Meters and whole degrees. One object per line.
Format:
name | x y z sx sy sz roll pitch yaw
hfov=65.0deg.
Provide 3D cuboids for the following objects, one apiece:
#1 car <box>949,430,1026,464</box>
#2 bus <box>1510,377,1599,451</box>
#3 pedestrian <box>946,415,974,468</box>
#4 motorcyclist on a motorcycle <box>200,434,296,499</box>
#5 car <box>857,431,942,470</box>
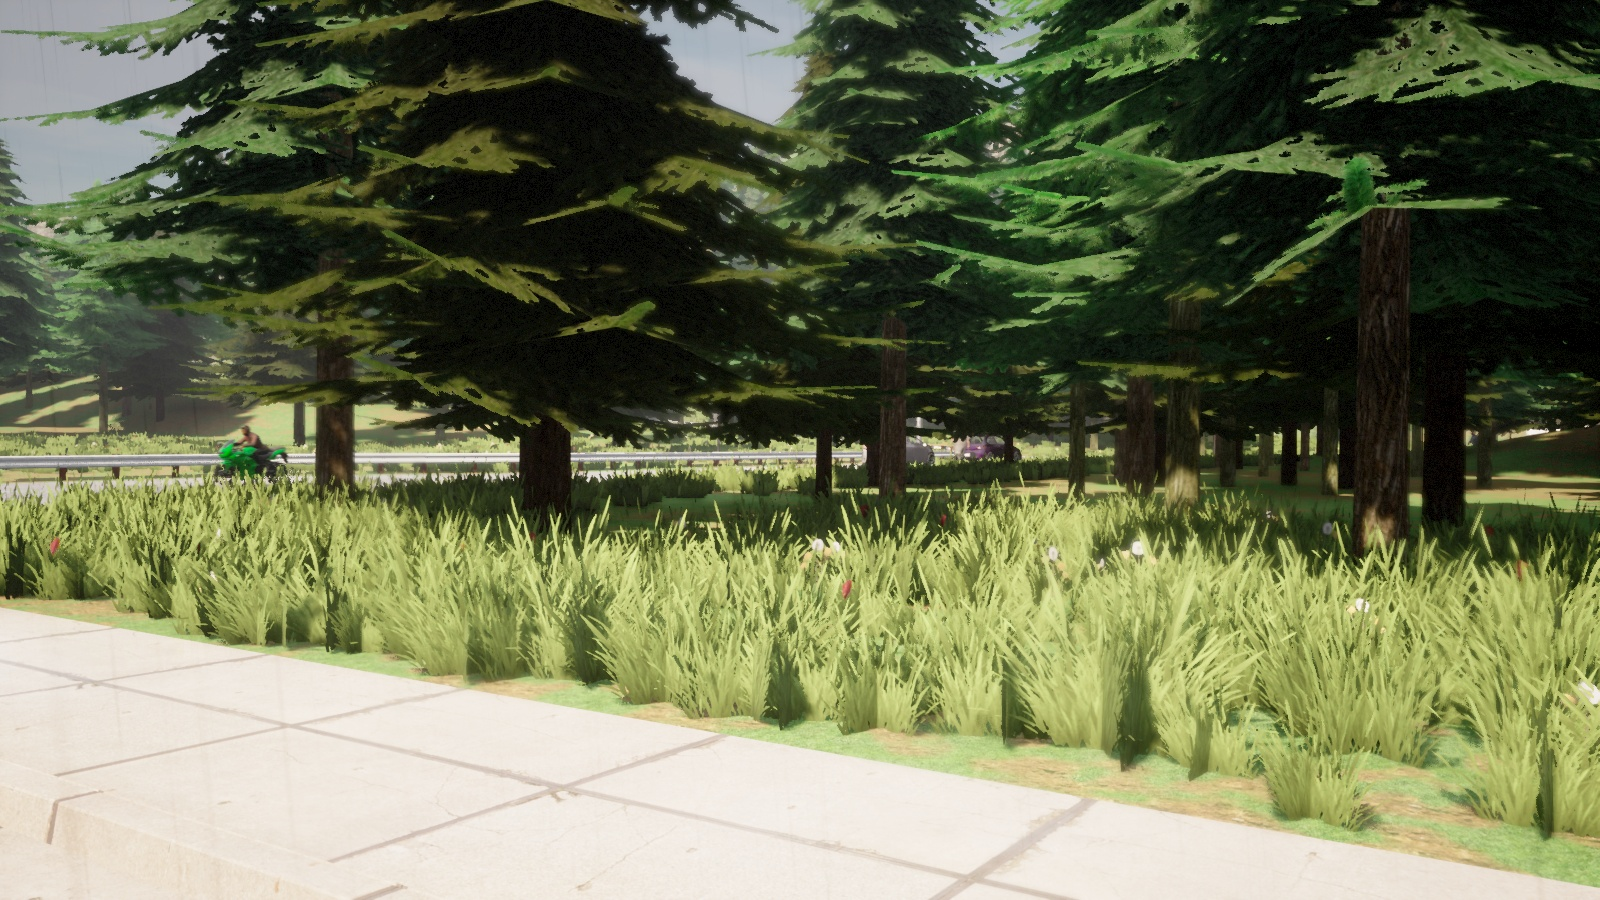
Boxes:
car | 8.648 -0.148 57.729 1.816 1.474 4.193 0 1 35
bus | 47.362 -2.101 73.233 10.273 4.253 3.944 0 1 30
pedestrian | 5.899 -0.319 46.311 0.659 1.952 0.873 0 1 37
motorcyclist on a motorcycle | -13.499 0.389 30.755 0.797 1.523 2.044 0 1 33
car | 4.080 -0.017 51.140 1.845 1.501 3.633 0 1 35
